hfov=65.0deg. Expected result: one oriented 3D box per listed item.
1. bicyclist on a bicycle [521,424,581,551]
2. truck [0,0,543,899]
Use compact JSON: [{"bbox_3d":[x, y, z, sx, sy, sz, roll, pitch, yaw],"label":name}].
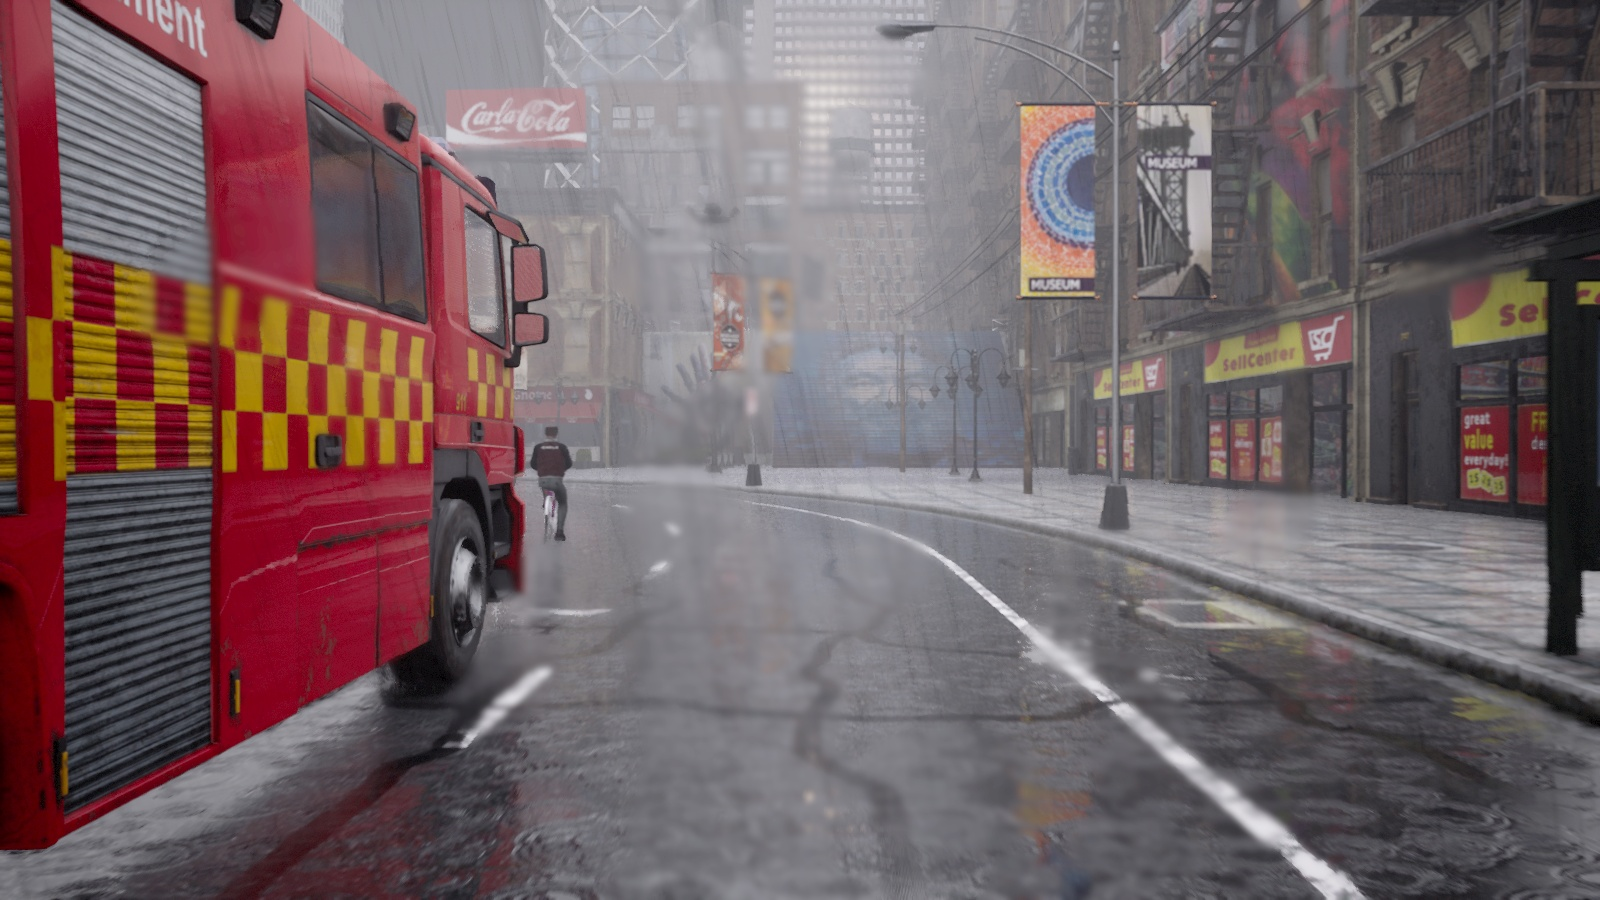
[{"bbox_3d":[-3.644,0.510,18.524,0.659,1.776,1.843,0,1,-5],"label":"bicyclist on a bicycle"},{"bbox_3d":[-3.453,-0.452,5.450,2.891,3.827,8.468,0,0,0],"label":"truck"}]
